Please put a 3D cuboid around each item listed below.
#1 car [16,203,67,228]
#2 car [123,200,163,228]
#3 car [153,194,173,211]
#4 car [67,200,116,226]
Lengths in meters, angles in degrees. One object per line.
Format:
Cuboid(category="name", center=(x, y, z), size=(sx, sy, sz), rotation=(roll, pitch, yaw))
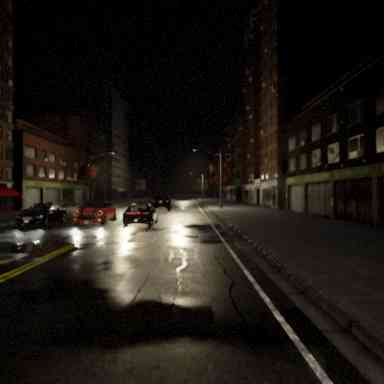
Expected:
Cuboid(category="car", center=(-10.108, 1.523, 22.710), size=(2.128, 1.511, 4.902), rotation=(0, 0, -1))
Cuboid(category="car", center=(-3.404, 1.511, 22.436), size=(2.128, 1.511, 4.902), rotation=(0, 0, -1))
Cuboid(category="car", center=(-3.623, 1.251, 40.580), size=(2.150, 2.045, 5.566), rotation=(0, -1, -1))
Cuboid(category="car", center=(-6.869, 1.379, 23.793), size=(2.097, 1.767, 4.553), rotation=(0, 0, -1))
